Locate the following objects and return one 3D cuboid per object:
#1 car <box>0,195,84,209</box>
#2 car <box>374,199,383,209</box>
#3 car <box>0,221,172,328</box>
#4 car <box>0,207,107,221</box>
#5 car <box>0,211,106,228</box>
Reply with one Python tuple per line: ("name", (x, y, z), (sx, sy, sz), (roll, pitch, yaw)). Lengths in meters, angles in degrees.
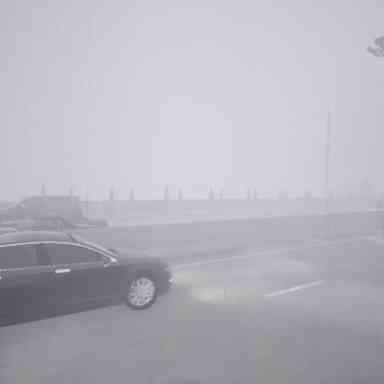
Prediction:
("car", (-8.986, 1.221, 19.079), (5.566, 2.045, 2.150), (0, 0, -36))
("car", (25.943, 1.618, 43.966), (4.181, 1.385, 1.994), (0, 0, -35))
("car", (-2.665, 1.505, 6.145), (4.892, 1.490, 1.837), (0, 0, -36))
("car", (-6.738, 1.601, 16.384), (4.718, 1.301, 1.895), (0, 0, -36))
("car", (-5.977, 1.601, 12.627), (4.718, 1.301, 1.895), (0, 0, -36))
